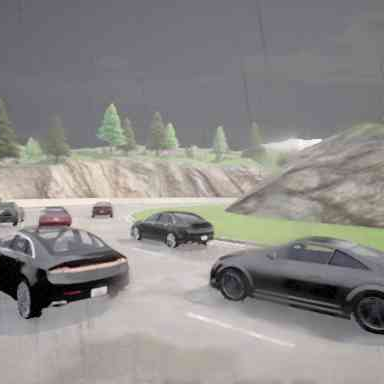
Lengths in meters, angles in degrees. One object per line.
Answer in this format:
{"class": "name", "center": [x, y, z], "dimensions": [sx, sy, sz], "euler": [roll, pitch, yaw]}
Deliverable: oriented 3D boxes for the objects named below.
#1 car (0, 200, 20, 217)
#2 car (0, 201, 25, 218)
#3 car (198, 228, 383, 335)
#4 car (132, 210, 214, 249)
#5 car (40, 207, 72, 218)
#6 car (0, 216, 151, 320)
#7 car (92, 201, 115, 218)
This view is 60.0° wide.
{"class": "car", "center": [-19.566, 1.647, 33.797], "dimensions": [2.128, 1.511, 4.902], "euler": [0, 0, -7]}
{"class": "car", "center": [-13.687, 1.467, 24.463], "dimensions": [2.097, 1.767, 4.553], "euler": [0, 0, -20]}
{"class": "car", "center": [2.440, 1.629, 6.954], "dimensions": [4.181, 1.385, 1.994], "euler": [0, 0, 39]}
{"class": "car", "center": [-1.039, 1.615, 15.358], "dimensions": [1.837, 1.490, 4.892], "euler": [0, 0, -40]}
{"class": "car", "center": [-9.340, 1.688, 22.764], "dimensions": [1.994, 1.385, 4.181], "euler": [0, 0, -24]}
{"class": "car", "center": [-3.341, 1.533, 7.535], "dimensions": [4.902, 1.511, 2.128], "euler": [0, 0, 45]}
{"class": "car", "center": [-8.765, 1.681, 33.215], "dimensions": [1.882, 1.535, 5.008], "euler": [0, 0, -10]}
